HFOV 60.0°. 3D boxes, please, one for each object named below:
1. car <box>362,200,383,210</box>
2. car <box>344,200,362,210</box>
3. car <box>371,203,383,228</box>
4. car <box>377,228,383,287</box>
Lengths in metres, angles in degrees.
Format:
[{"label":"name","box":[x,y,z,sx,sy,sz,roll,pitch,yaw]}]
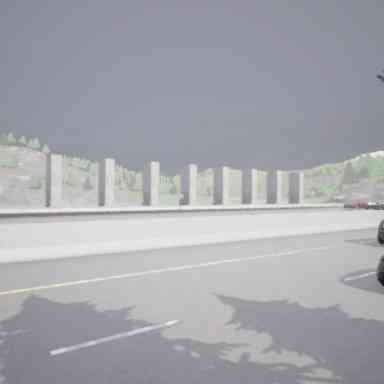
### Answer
[{"label":"car","box":[27.444,2.104,48.766,4.718,1.301,1.895,1,0,-35]},{"label":"car","box":[25.570,1.975,51.717,5.008,1.535,1.882,1,0,-35]},{"label":"car","box":[10.557,1.528,15.244,4.553,1.767,2.097,1,0,-34]},{"label":"car","box":[6.436,1.667,8.192,4.181,1.385,1.994,1,0,-34]}]
